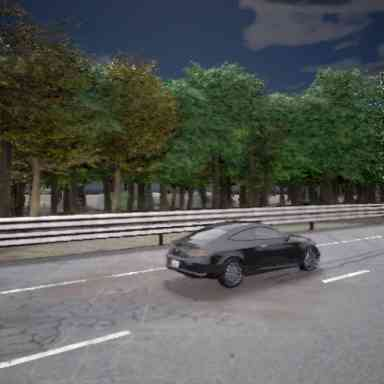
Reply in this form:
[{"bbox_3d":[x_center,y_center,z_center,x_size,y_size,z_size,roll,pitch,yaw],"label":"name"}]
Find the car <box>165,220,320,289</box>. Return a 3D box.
[{"bbox_3d":[1.500,1.512,9.098,4.674,1.442,1.812,0,0,-34],"label":"car"}]
